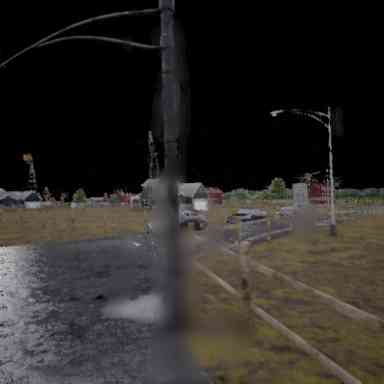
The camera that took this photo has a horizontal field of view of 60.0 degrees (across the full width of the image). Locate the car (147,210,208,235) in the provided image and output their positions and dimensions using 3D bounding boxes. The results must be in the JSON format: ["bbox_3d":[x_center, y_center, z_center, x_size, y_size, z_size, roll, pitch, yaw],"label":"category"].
[{"bbox_3d":[-0.859,1.973,21.754,2.128,1.511,4.902,-3,-3,37],"label":"car"}]

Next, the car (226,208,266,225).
[{"bbox_3d":[5.123,2.200,30.094,2.033,1.411,5.357,-3,-3,35],"label":"car"}]

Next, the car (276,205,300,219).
[{"bbox_3d":[11.374,2.340,38.771,1.837,1.490,4.892,-3,-3,36],"label":"car"}]
